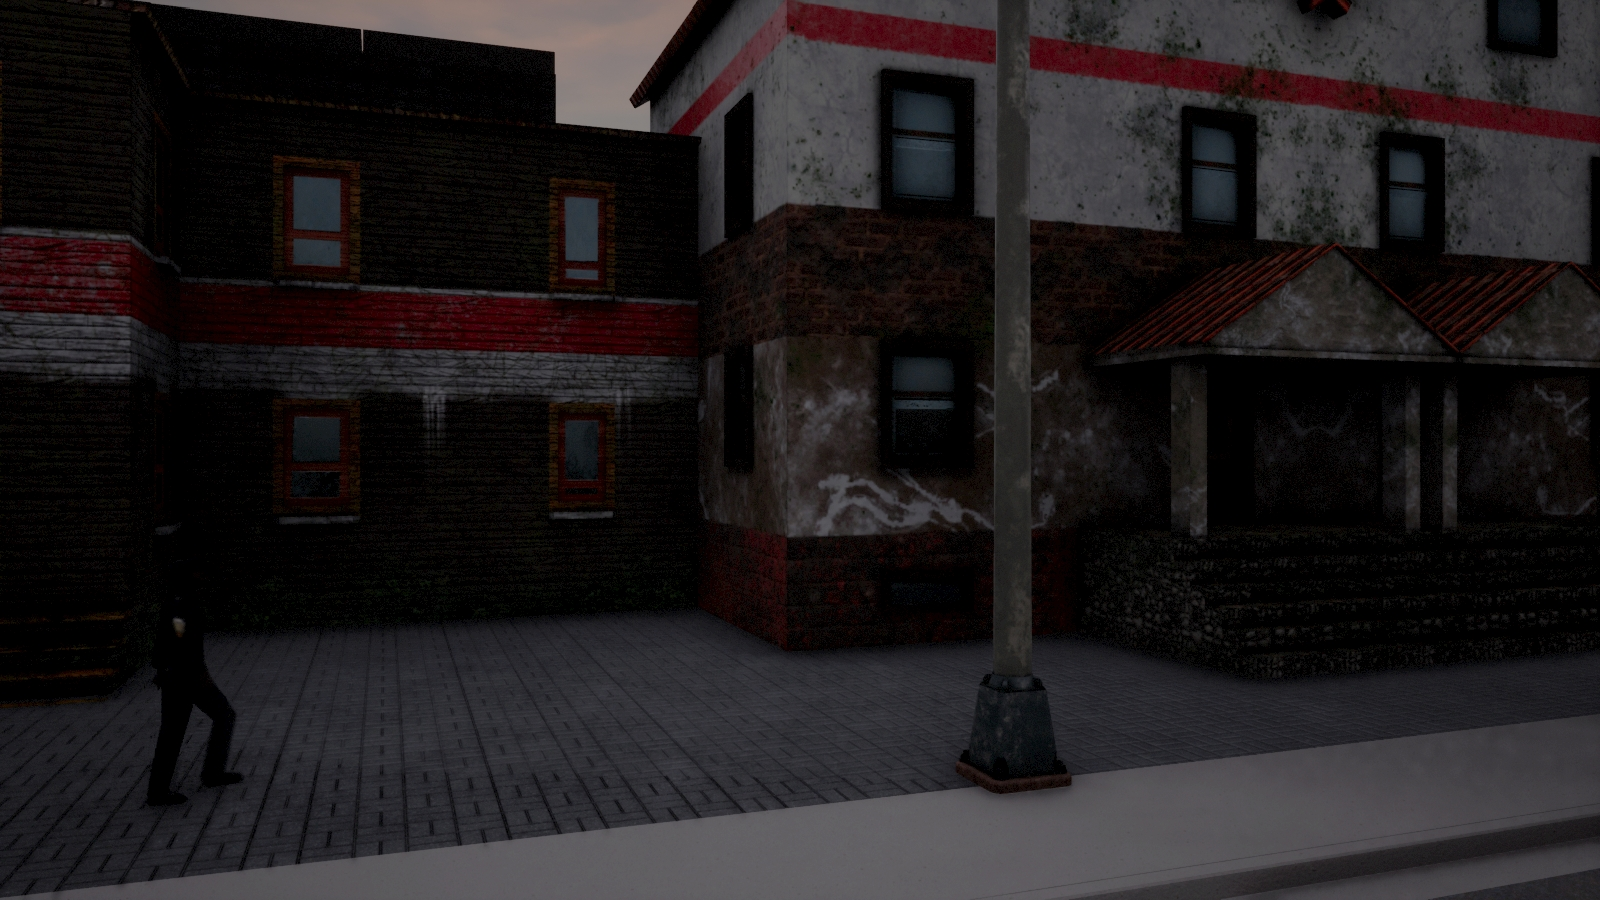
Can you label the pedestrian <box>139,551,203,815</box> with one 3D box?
[{"bbox_3d":[-4.668,1.701,8.490,0.375,1.860,0.375,0,0,-22],"label":"pedestrian"}]
